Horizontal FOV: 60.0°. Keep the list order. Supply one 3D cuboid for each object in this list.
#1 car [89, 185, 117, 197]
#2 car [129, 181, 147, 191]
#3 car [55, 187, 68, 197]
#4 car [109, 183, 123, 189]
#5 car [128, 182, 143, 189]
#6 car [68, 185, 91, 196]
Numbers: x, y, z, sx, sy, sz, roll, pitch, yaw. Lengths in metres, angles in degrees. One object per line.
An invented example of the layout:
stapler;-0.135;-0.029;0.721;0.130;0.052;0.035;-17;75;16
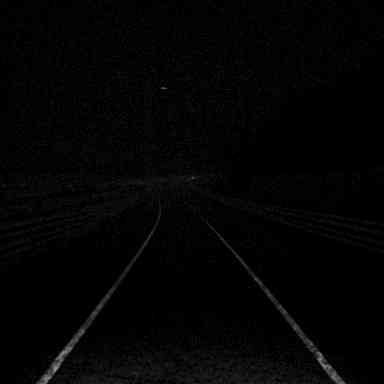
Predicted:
car;-15.481;0.003;58.099;1.837;1.490;4.892;0;4;12
car;-11.797;-1.124;75.697;2.128;1.511;4.902;0;4;12
car;-22.343;-0.194;59.475;2.097;1.767;4.553;0;4;12
car;-18.247;-1.479;79.039;2.097;1.767;4.553;0;4;12
car;-13.993;-1.588;82.285;1.882;1.535;5.008;0;4;12
car;-18.902;-0.317;58.827;2.150;2.045;5.566;0;4;12
